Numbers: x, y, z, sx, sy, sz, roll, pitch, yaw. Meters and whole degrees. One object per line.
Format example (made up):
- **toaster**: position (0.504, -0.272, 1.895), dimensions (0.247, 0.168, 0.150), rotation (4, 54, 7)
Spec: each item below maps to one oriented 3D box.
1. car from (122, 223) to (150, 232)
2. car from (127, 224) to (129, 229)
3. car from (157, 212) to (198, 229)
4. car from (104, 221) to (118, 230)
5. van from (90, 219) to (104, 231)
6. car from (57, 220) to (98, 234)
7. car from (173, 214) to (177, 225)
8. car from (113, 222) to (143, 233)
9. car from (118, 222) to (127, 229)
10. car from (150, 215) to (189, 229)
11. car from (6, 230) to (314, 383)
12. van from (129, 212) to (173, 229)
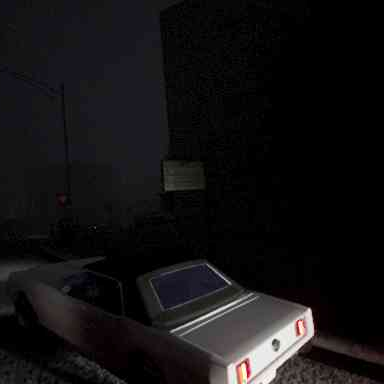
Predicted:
- **car**: position (-10.481, 6.628, 62.128), dimensions (4.674, 1.452, 2.002), rotation (-7, -8, 21)
- **car**: position (-8.267, 5.681, 55.445), dimensions (2.033, 1.411, 5.357), rotation (-7, -8, 22)
- **car**: position (-2.214, 4.297, 50.070), dimensions (5.566, 2.045, 2.435), rotation (-7, -8, 21)
- **car**: position (-14.724, 5.572, 51.720), dimensions (5.008, 1.535, 2.097), rotation (-7, -7, 21)
- **van**: position (-15.882, 5.132, 49.224), dimensions (4.442, 1.987, 1.878), rotation (-7, -7, 21)
- **car**: position (-14.218, 4.481, 40.776), dimensions (1.895, 1.301, 4.718), rotation (-7, -6, 22)
- **car**: position (-4.228, 4.089, 44.876), dimensions (4.792, 1.488, 2.163), rotation (-7, -7, 21)
- **car**: position (-11.504, 6.363, 59.547), dimensions (4.792, 1.488, 2.163), rotation (-7, -8, 21)
- **car**: position (-13.653, 5.692, 54.297), dimensions (4.553, 1.767, 2.185), rotation (-7, -7, 21)
- **car**: position (-3.198, 4.299, 47.506), dimensions (5.008, 1.535, 2.097), rotation (-6, -8, 21)
- **car**: position (-0.896, 1.560, 4.835), dimensions (4.718, 1.301, 1.895), rotation (1, 1, 41)
- **van**: position (-5.207, 3.617, 42.297), dimensions (4.442, 1.987, 1.878), rotation (-7, -7, 21)
